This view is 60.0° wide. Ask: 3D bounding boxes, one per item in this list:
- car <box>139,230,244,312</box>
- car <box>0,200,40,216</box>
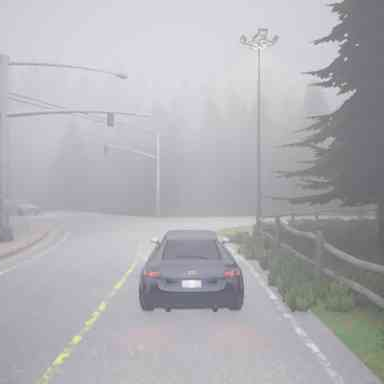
[{"bbox_3d":[-0.029,1.562,7.775,1.994,1.385,4.181,0,0,-1],"label":"car"},{"bbox_3d":[-17.061,1.517,32.812,4.674,1.442,1.812,0,0,30],"label":"car"}]
